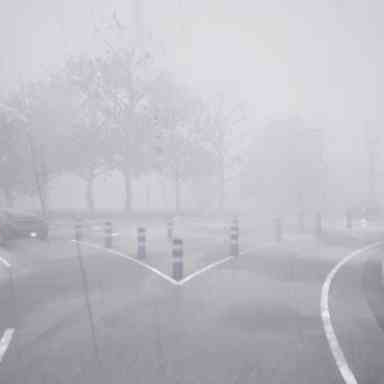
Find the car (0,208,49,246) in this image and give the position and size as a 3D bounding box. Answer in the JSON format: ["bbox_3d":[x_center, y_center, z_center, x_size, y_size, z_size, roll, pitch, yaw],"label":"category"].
[{"bbox_3d":[-8.446,1.521,15.404,4.892,1.490,1.837,0,-1,40],"label":"car"}]

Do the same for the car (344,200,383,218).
[{"bbox_3d":[16.956,1.618,32.773,4.553,1.767,2.097,2,-1,-38],"label":"car"}]
